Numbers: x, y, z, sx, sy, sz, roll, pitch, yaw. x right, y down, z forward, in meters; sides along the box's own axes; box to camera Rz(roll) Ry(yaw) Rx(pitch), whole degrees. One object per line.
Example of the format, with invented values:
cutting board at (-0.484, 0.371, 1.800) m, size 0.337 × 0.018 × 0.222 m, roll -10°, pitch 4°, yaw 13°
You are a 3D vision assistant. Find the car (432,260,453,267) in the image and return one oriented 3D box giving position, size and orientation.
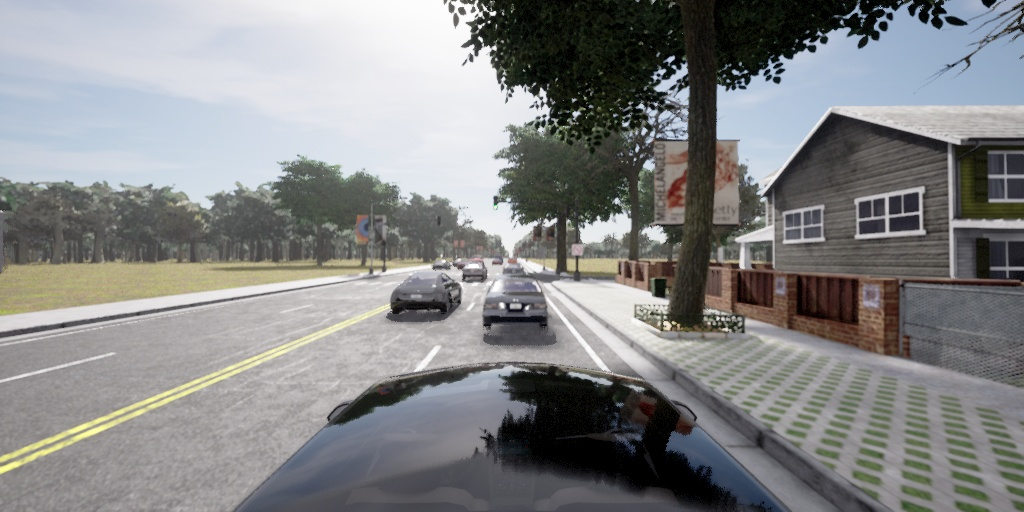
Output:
car at (-9.777, 1.263, 49.981) m, size 1.994 × 1.385 × 4.181 m, roll 0°, pitch 0°, yaw 0°

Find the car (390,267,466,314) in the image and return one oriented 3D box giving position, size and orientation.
car at (-3.138, 1.298, 13.802) m, size 1.994 × 1.385 × 4.181 m, roll 0°, pitch 0°, yaw 0°

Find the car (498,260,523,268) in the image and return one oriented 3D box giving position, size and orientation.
car at (0.145, 1.283, 30.694) m, size 2.033 × 1.411 × 5.357 m, roll 1°, pitch -1°, yaw 0°

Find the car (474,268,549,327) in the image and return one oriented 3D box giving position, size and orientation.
car at (0.107, 1.285, 11.377) m, size 2.033 × 1.411 × 5.357 m, roll 0°, pitch 0°, yaw 0°

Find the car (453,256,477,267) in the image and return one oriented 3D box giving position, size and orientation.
car at (-6.527, 1.177, 50.203) m, size 1.882 × 1.535 × 5.008 m, roll 0°, pitch 0°, yaw 0°

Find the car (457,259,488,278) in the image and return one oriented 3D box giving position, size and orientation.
car at (-3.117, 1.266, 30.681) m, size 2.033 × 1.411 × 5.357 m, roll 0°, pitch 0°, yaw 0°
